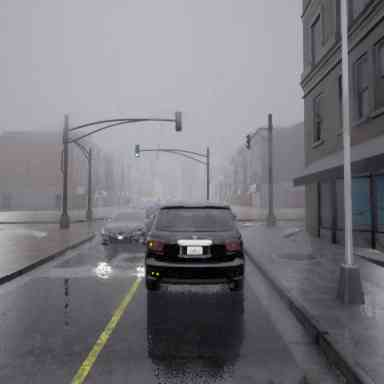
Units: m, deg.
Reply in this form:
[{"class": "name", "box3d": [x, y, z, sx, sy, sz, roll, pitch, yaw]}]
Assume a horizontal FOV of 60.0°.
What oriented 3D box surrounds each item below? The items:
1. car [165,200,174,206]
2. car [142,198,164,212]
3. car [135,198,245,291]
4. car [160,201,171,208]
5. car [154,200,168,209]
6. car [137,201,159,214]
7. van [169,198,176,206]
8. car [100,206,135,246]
[{"class": "car", "box3d": [-5.151, 2.577, 76.811, 1.887, 1.381, 4.507, 1, -1, 0]}, {"class": "car", "box3d": [-5.208, 1.703, 45.080, 2.192, 1.841, 5.009, 2, -1, 0]}, {"class": "car", "box3d": [0.084, 1.194, 9.068, 2.150, 2.045, 5.566, 0, 0, 1]}, {"class": "car", "box3d": [-5.173, 2.385, 66.232, 1.802, 1.307, 4.206, 2, -1, 0]}, {"class": "car", "box3d": [-5.194, 2.133, 55.654, 1.887, 1.381, 4.507, 2, -1, 0]}, {"class": "car", "box3d": [-5.226, 1.849, 40.091, 2.008, 1.369, 4.403, 2, -1, 0]}, {"class": "van", "box3d": [-5.126, 2.617, 87.393, 1.690, 1.788, 3.998, 1, -1, 0]}, {"class": "car", "box3d": [-2.689, 1.429, 14.945, 1.837, 1.490, 4.892, 0, 1, 0]}]
